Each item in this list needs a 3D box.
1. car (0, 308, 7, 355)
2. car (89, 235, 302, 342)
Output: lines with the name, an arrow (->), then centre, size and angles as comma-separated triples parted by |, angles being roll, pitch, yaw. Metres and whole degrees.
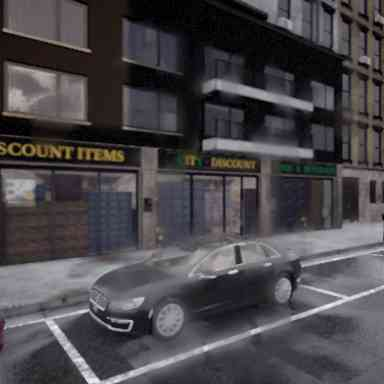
car -> -4.193, 1.581, 3.197 | 4.206, 1.307, 1.802 | 0, 0, -35
car -> 0.293, 1.553, 6.397 | 4.403, 1.369, 2.008 | 0, 0, -35
